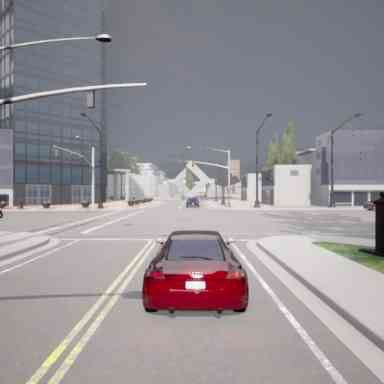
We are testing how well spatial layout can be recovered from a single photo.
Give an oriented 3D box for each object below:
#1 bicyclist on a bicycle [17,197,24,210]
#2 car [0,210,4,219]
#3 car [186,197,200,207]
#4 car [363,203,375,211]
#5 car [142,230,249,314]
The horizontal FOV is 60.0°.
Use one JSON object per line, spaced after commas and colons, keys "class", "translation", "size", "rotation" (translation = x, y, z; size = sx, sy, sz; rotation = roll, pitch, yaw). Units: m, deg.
{"class": "bicyclist on a bicycle", "translation": [-21.982, 1.465, 42.585], "size": [0.582, 1.620, 1.656], "rotation": [-1, 0, 0]}
{"class": "car", "translation": [-17.525, 1.596, 26.144], "size": [5.008, 1.535, 1.882], "rotation": [-1, 0, 0]}
{"class": "car", "translation": [0.112, 1.524, 50.953], "size": [1.812, 1.442, 4.674], "rotation": [0, 0, 0]}
{"class": "car", "translation": [21.789, 1.547, 37.148], "size": [4.718, 1.301, 1.895], "rotation": [0, 0, 0]}
{"class": "car", "translation": [0.074, 1.564, 7.695], "size": [1.994, 1.385, 4.181], "rotation": [0, 0, 0]}
